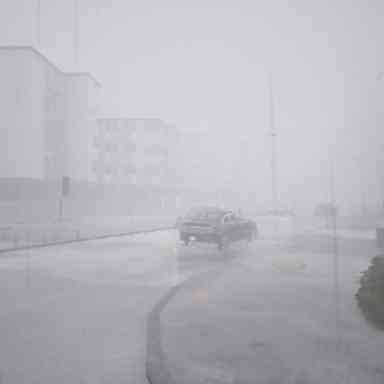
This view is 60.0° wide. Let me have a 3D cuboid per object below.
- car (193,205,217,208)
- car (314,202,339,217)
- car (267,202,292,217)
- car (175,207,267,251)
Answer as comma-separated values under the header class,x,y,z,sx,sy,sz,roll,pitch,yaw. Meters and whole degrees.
class,x,y,z,sx,sy,sz,roll,pitch,yaw
car,0.769,1.666,21.794,1.837,1.490,4.892,0,0,32
car,14.524,1.854,35.851,1.837,1.490,4.892,0,0,32
car,9.272,1.838,35.346,1.812,1.442,4.674,0,0,32
car,1.338,1.608,14.926,2.128,1.511,4.902,0,0,33
